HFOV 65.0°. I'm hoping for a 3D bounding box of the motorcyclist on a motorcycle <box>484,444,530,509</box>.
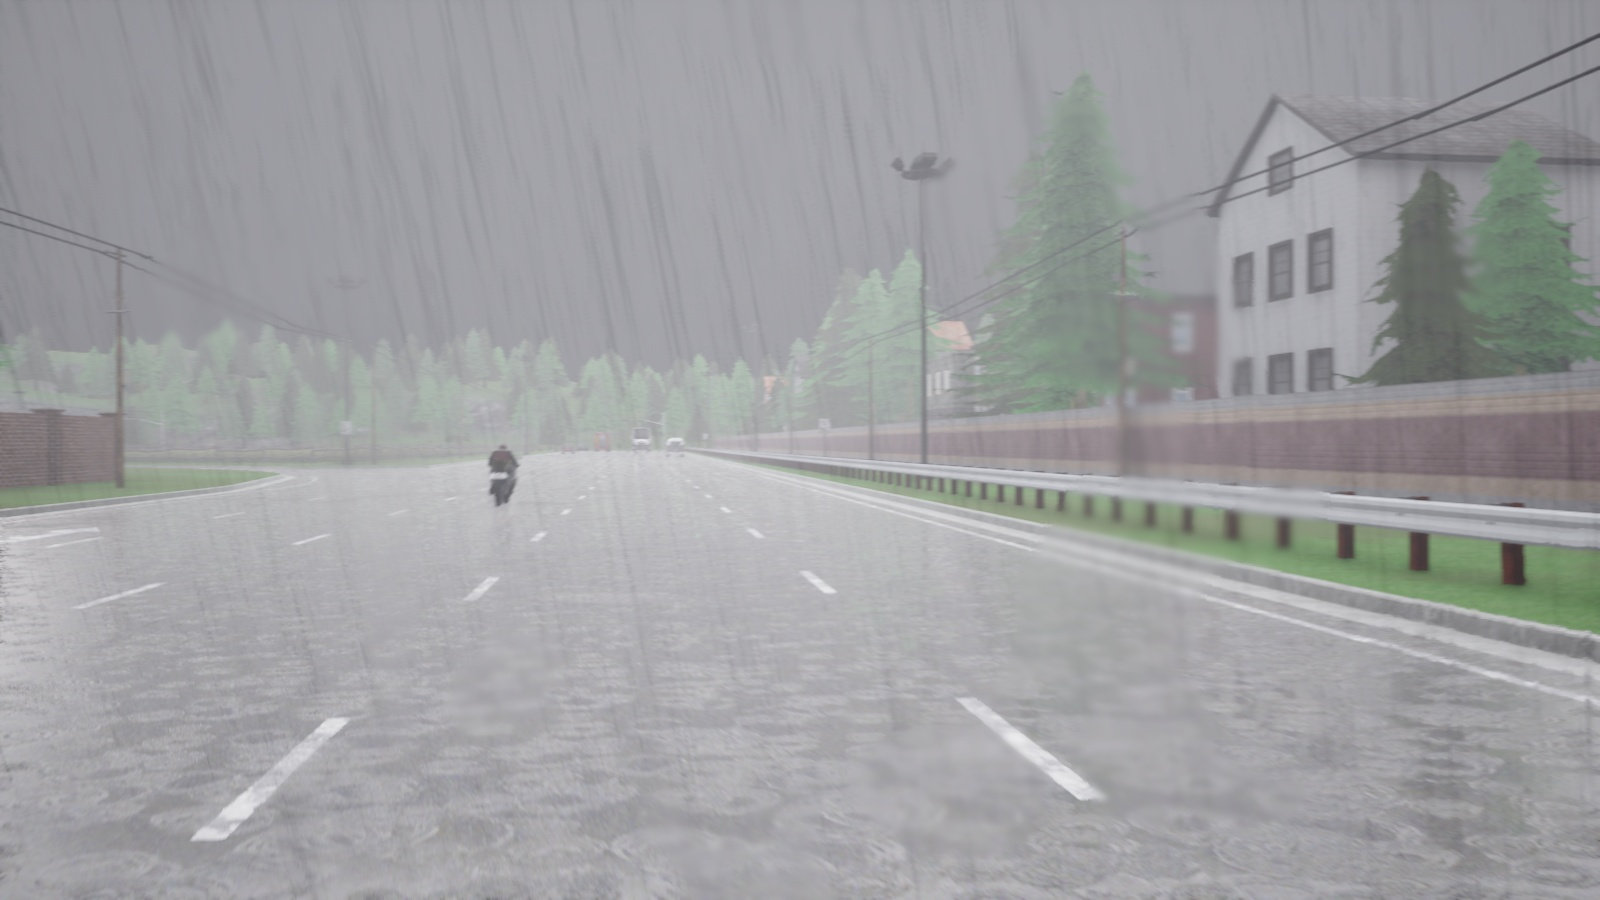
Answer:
[{"bbox_3d":[-7.197,0.617,30.943,0.866,1.530,2.191,0,0,-7],"label":"motorcyclist on a motorcycle"}]
